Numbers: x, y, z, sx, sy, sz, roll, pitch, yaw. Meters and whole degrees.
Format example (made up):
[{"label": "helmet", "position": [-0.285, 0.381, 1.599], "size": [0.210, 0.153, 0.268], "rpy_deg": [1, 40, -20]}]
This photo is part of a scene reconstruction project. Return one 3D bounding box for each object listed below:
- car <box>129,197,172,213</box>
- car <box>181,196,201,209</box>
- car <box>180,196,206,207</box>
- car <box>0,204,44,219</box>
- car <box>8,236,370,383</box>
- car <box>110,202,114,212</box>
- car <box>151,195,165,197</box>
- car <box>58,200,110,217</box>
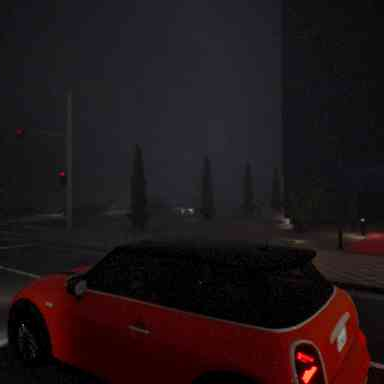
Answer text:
[{"label": "car", "position": [-4.285, 1.618, 36.934], "size": [1.882, 1.535, 5.008], "rpy_deg": [0, 0, 36]}, {"label": "car", "position": [0.430, 1.687, 49.730], "size": [1.812, 1.442, 4.674], "rpy_deg": [0, 0, 36]}, {"label": "car", "position": [0.225, 1.533, 55.391], "size": [2.097, 1.767, 4.553], "rpy_deg": [0, 0, 36]}, {"label": "car", "position": [-16.899, 1.782, 31.785], "size": [1.895, 1.301, 4.718], "rpy_deg": [0, 0, 36]}, {"label": "car", "position": [-0.369, 1.366, 4.258], "size": [4.553, 1.767, 2.097], "rpy_deg": [-1, 0, 36]}, {"label": "car", "position": [-11.439, 1.673, 39.330], "size": [2.128, 1.511, 4.902], "rpy_deg": [0, 0, 36]}, {"label": "car", "position": [-5.388, 1.383, 41.719], "size": [2.150, 2.045, 5.566], "rpy_deg": [0, 0, 36]}, {"label": "car", "position": [-11.114, 1.762, 33.809], "size": [1.895, 1.301, 4.718], "rpy_deg": [0, 0, 36]}]
